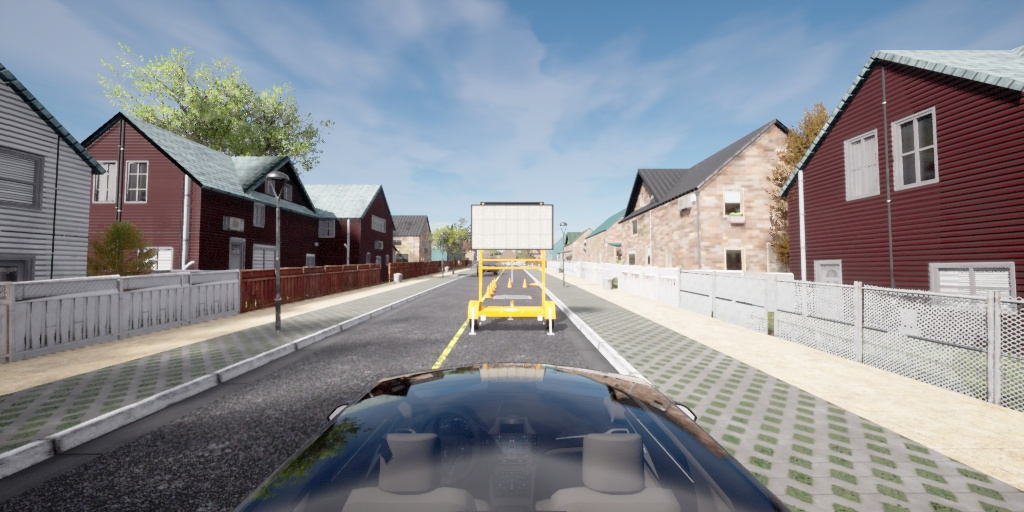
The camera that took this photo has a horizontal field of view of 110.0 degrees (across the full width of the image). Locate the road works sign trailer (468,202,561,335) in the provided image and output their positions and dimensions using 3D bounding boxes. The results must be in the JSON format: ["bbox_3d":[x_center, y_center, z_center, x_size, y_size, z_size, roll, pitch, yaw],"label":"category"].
[{"bbox_3d":[0.005,0.227,10.558,2.380,3.560,2.880,0,0,1],"label":"road works sign trailer"}]

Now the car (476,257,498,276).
[{"bbox_3d":[-2.715,1.119,40.210,2.150,2.045,5.566,0,0,0],"label":"car"}]
